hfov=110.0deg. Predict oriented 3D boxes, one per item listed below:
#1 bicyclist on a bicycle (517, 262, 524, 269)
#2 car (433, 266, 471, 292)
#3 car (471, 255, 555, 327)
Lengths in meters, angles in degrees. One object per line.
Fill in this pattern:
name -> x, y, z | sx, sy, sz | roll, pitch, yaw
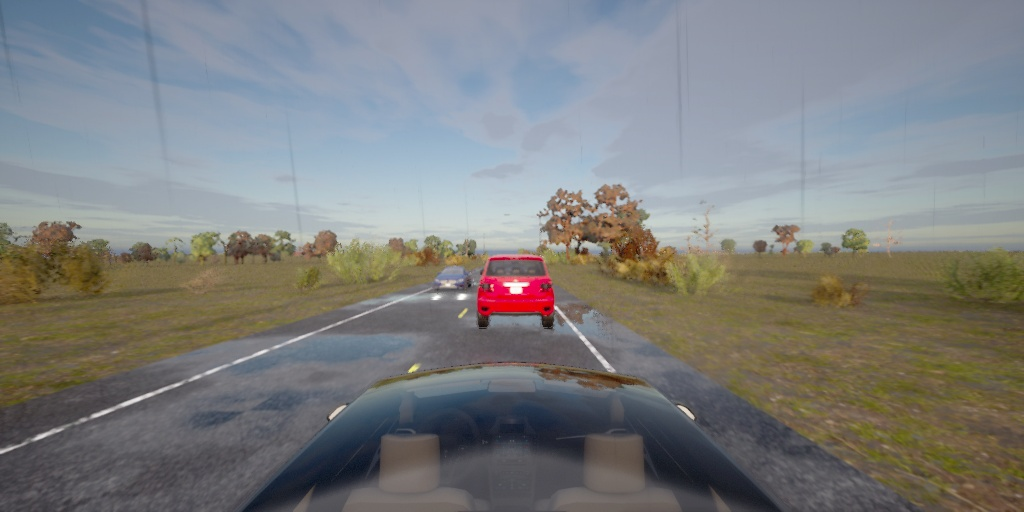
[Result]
bicyclist on a bicycle -> 0.971, 1.286, 36.826 | 0.659, 1.776, 1.843 | 0, 0, 0
car -> -3.584, 1.371, 22.342 | 1.812, 1.442, 4.674 | 0, 0, 0
car -> 0.094, 1.012, 11.838 | 2.150, 2.045, 5.566 | 0, -1, 0
